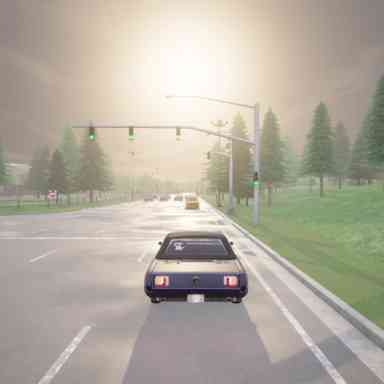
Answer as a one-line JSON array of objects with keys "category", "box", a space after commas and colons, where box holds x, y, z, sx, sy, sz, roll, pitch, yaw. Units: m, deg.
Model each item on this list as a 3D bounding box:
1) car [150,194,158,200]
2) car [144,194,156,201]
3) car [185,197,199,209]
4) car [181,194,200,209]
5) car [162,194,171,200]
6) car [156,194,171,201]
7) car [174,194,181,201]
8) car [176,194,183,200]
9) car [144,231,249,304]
[{"category": "car", "box": [-10.344, 1.332, 90.842, 1.837, 1.490, 4.892, 0, 0, 0]}, {"category": "car", "box": [-10.362, 1.531, 80.422, 2.033, 1.411, 5.357, 0, 0, 0]}, {"category": "car", "box": [0.025, 1.576, 49.784, 2.033, 1.411, 5.357, -1, 1, 1]}, {"category": "car", "box": [-0.052, 1.085, 46.298, 1.882, 1.535, 5.008, -3, 17, -3]}, {"category": "car", "box": [-6.844, 1.372, 90.836, 2.033, 1.411, 5.357, 0, 0, 0]}, {"category": "car", "box": [-6.862, 1.531, 80.416, 2.033, 1.411, 5.357, 0, 0, 0]}, {"category": "car", "box": [-3.361, 1.545, 80.827, 1.994, 1.385, 4.181, 0, 0, 0]}, {"category": "car", "box": [-3.344, 1.356, 90.830, 1.812, 1.442, 4.674, 0, 0, 0]}, {"category": "car", "box": [0.093, 1.601, 8.116, 1.895, 1.301, 4.718, 0, 0, 0]}]
